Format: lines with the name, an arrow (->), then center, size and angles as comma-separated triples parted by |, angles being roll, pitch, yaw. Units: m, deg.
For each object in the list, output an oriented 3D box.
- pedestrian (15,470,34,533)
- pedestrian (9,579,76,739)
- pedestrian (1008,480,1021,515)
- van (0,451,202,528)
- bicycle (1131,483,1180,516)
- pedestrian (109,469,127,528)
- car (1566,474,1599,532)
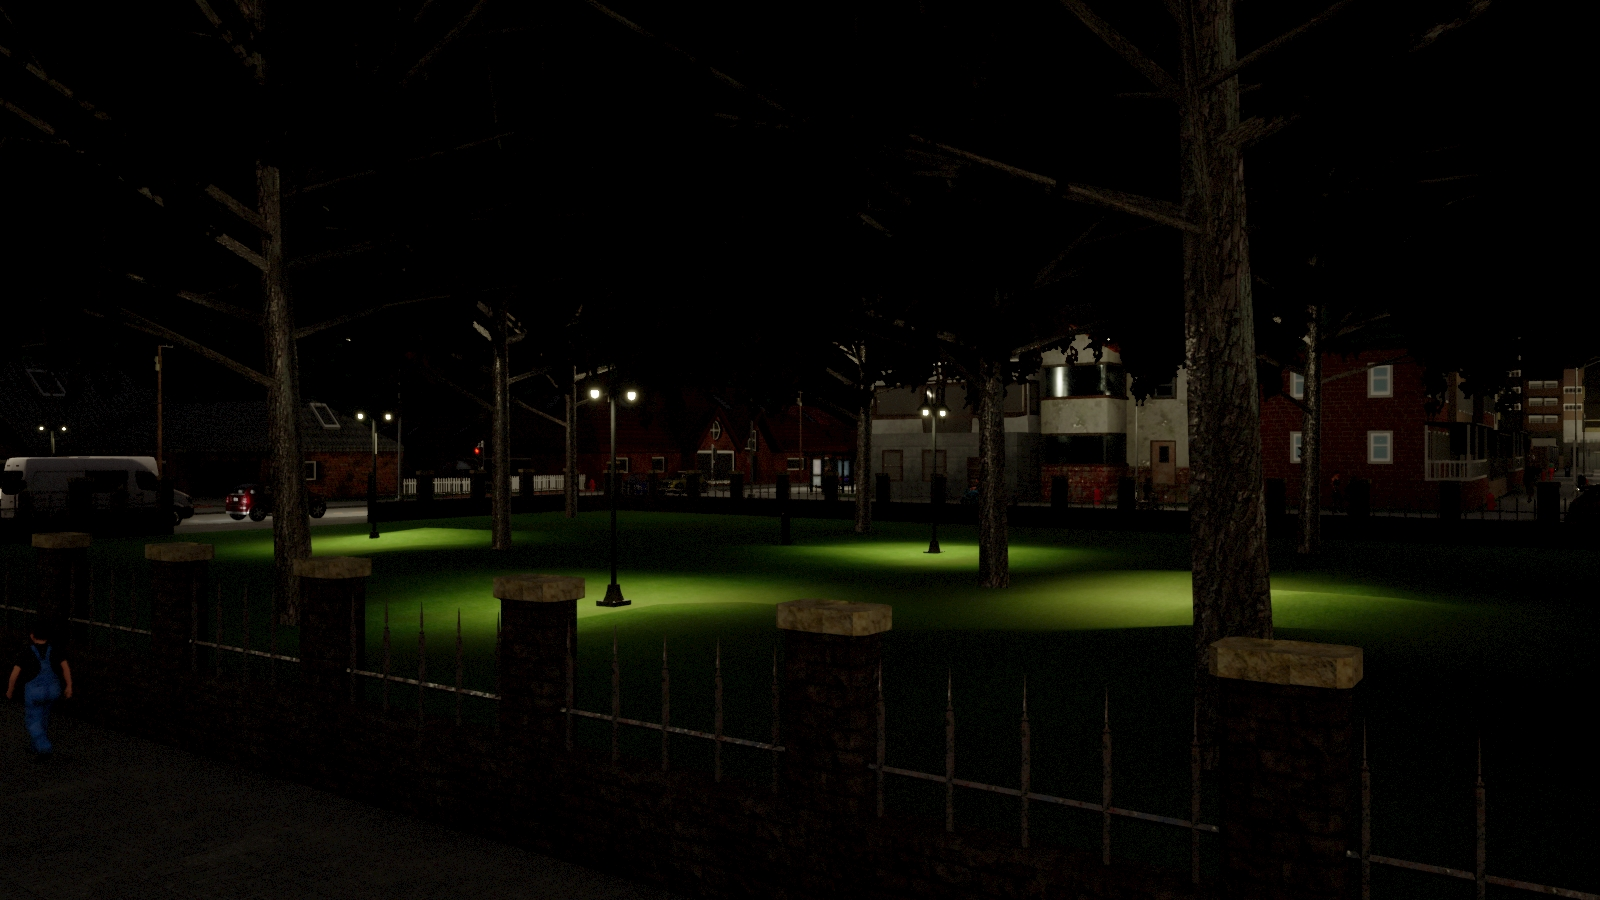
pedestrian -> -23.078, 1.525, 34.015 | 0.375, 1.860, 0.375 | 0, 0, 39
pedestrian -> -6.612, 1.805, 9.980 | 0.375, 1.300, 0.375 | 0, 0, 35
pedestrian -> 8.138, 1.804, 43.379 | 0.375, 1.300, 0.375 | 0, 0, 31
van -> -24.847, 1.314, 40.778 | 1.988, 2.561, 5.915 | 0, 0, 36
bicycle -> 13.991, 1.940, 44.963 | 1.835, 1.271, 0.329 | 0, 0, 35
pedestrian -> -21.515, 1.525, 36.067 | 0.375, 1.860, 0.375 | 0, 0, 37
car -> 26.864, 1.685, 35.962 | 4.553, 1.767, 2.097 | 0, 0, 35
